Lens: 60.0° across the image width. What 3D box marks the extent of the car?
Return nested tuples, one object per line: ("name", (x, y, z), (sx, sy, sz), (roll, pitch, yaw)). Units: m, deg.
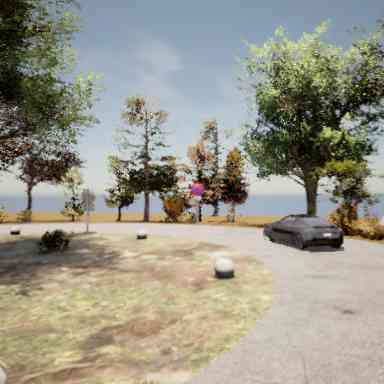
("car", (5.024, 1.748, 15.516), (1.994, 1.385, 4.181), (0, -1, -15))
